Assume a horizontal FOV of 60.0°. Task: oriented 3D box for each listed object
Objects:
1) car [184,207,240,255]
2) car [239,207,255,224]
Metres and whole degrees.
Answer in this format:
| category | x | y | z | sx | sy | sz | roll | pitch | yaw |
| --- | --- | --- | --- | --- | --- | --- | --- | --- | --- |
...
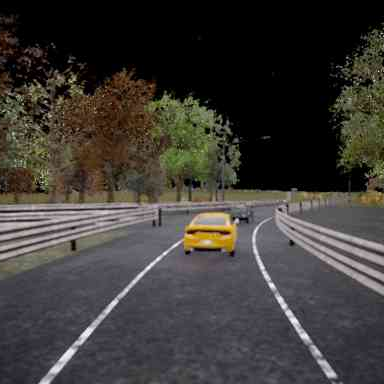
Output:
| category | x | y | z | sx | sy | sz | roll | pitch | yaw |
| --- | --- | --- | --- | --- | --- | --- | --- | --- | --- |
| car | 0.929 | 1.620 | 14.089 | 1.882 | 1.535 | 5.008 | 0 | 0 | 9 |
| car | 4.156 | 1.893 | 28.033 | 1.895 | 1.301 | 4.718 | 0 | 0 | 18 |
